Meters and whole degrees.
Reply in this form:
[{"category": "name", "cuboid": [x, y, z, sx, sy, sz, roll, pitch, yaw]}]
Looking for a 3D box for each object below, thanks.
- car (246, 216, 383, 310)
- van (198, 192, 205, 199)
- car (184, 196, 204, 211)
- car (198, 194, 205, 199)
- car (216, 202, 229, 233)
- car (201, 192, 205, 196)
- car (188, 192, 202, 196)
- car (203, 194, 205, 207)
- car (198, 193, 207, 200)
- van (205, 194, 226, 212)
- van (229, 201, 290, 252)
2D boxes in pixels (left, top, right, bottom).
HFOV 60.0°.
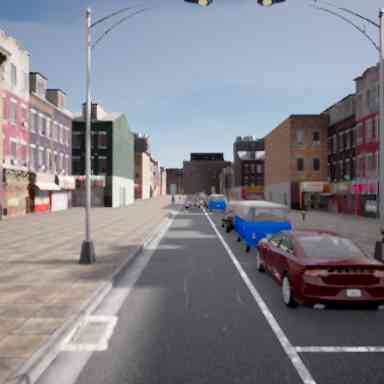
[{"category": "car", "cuboid": [2.644, 1.503, 7.662, 1.887, 1.381, 4.507, 1, 0, 0]}, {"category": "van", "cuboid": [2.613, 0.969, 89.839, 1.690, 1.788, 3.998, 1, 0, 0]}, {"category": "car", "cuboid": [0.084, 1.404, 38.255, 1.895, 1.301, 4.718, 0, 0, 0]}, {"category": "car", "cuboid": [2.608, 1.182, 95.344, 1.947, 1.339, 4.313, 1, 0, 0]}, {"category": "car", "cuboid": [2.639, 1.464, 18.744, 1.947, 1.339, 4.313, 1, 0, 0]}, {"category": "car", "cuboid": [2.629, 1.208, 46.446, 1.967, 1.590, 4.097, 1, 0, 0]}, {"category": "car", "cuboid": [0.079, 1.094, 53.202, 2.097, 1.767, 4.553, 0, 0, 0]}, {"category": "car", "cuboid": [2.630, 1.316, 41.076, 1.752, 1.417, 4.829, 1, 0, 0]}, {"category": "car", "cuboid": [2.614, 1.081, 84.336, 1.967, 1.590, 4.097, 1, 0, 0]}, {"category": "van", "cuboid": [2.635, 1.157, 35.364, 1.690, 1.788, 3.998, 1, 0, 0]}, {"category": "van", "cuboid": [2.645, 1.269, 13.202, 1.690, 1.788, 3.998, 1, 0, 0]}]
